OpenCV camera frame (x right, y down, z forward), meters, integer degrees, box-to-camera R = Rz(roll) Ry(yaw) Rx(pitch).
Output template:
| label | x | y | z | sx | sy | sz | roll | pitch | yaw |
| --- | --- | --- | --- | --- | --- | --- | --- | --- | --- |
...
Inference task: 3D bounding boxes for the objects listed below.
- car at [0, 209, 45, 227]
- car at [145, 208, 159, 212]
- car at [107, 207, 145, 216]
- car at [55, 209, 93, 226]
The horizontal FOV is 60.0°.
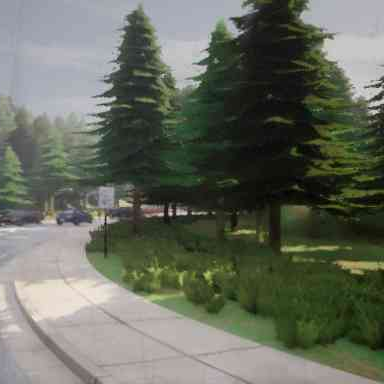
| label | x | y | z | sx | sy | sz | roll | pitch | yaw |
| --- | --- | --- | --- | --- | --- | --- | --- | --- | --- |
| car | -14.661 | 2.206 | 28.637 | 2.033 | 1.411 | 5.357 | 0 | -1 | 2 |
| car | -6.793 | 2.719 | 48.420 | 1.812 | 1.442 | 4.674 | -1 | -2 | 42 |
| car | -8.093 | 2.474 | 39.852 | 1.837 | 1.490 | 4.892 | 0 | -2 | 28 |
| car | -10.732 | 2.247 | 30.423 | 1.812 | 1.442 | 4.674 | 0 | -1 | 6 |
